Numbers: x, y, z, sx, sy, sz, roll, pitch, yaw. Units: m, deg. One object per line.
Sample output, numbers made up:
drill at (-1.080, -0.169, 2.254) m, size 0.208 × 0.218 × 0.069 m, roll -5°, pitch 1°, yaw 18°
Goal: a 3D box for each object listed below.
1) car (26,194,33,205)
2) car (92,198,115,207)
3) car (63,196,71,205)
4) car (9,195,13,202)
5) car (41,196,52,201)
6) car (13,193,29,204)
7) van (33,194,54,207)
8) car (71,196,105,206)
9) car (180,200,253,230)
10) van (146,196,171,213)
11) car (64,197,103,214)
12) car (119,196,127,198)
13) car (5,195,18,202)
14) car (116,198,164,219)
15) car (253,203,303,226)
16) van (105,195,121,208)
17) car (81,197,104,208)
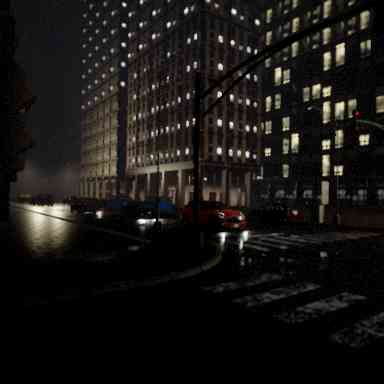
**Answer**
car at (-23.913, 1.439, 51.381) m, size 1.802 × 1.307 × 4.206 m, roll 2°, pitch -1°, yaw -35°
car at (-13.811, 1.599, 51.641) m, size 1.947 × 1.339 × 4.313 m, roll 2°, pitch -1°, yaw -35°
car at (-20.447, 1.475, 56.324) m, size 1.837 × 1.490 × 4.892 m, roll 1°, pitch -1°, yaw -35°
car at (-37.020, 1.403, 69.785) m, size 1.947 × 1.339 × 4.313 m, roll 1°, pitch -1°, yaw -35°
car at (-36.750, 1.582, 83.847) m, size 1.802 × 1.307 × 4.206 m, roll 1°, pitch -1°, yaw -35°
car at (-30.462, 1.161, 60.586) m, size 2.192 × 1.841 × 5.009 m, roll 1°, pitch -1°, yaw -35°
van at (-20.632, 1.204, 46.782) m, size 1.690 × 1.788 × 3.998 m, roll 2°, pitch -1°, yaw -35°
car at (-12.638, 1.405, 40.043) m, size 1.882 × 1.535 × 5.008 m, roll 1°, pitch -1°, yaw -35°
car at (1.202, 1.312, 20.590) m, size 2.097 × 1.767 × 4.553 m, roll 1°, pitch -1°, yaw -35°
van at (-3.976, 1.394, 37.840) m, size 1.690 × 1.788 × 3.998 m, roll 2°, pitch -1°, yaw -35°
car at (-10.805, 1.433, 32.978) m, size 2.008 × 1.369 × 4.403 m, roll 2°, pitch -1°, yaw -35°
car at (-7.257, 1.597, 42.439) m, size 2.008 × 1.369 × 4.403 m, roll 2°, pitch -1°, yaw -35°
car at (-40.296, 1.384, 74.386) m, size 2.008 × 1.369 × 4.403 m, roll 1°, pitch -1°, yaw -35°
car at (-4.564, 1.509, 28.683) m, size 1.994 × 1.385 × 4.181 m, roll 1°, pitch -1°, yaw -35°
car at (5.853, 1.517, 24.037) m, size 1.967 × 1.590 × 4.097 m, roll 2°, pitch -1°, yaw -35°
van at (-10.530, 1.380, 47.043) m, size 1.690 × 1.788 × 3.998 m, roll 2°, pitch -1°, yaw -35°
car at (-14.420, 1.508, 47.946) m, size 1.812 × 1.442 × 4.674 m, roll 1°, pitch -1°, yaw -35°
